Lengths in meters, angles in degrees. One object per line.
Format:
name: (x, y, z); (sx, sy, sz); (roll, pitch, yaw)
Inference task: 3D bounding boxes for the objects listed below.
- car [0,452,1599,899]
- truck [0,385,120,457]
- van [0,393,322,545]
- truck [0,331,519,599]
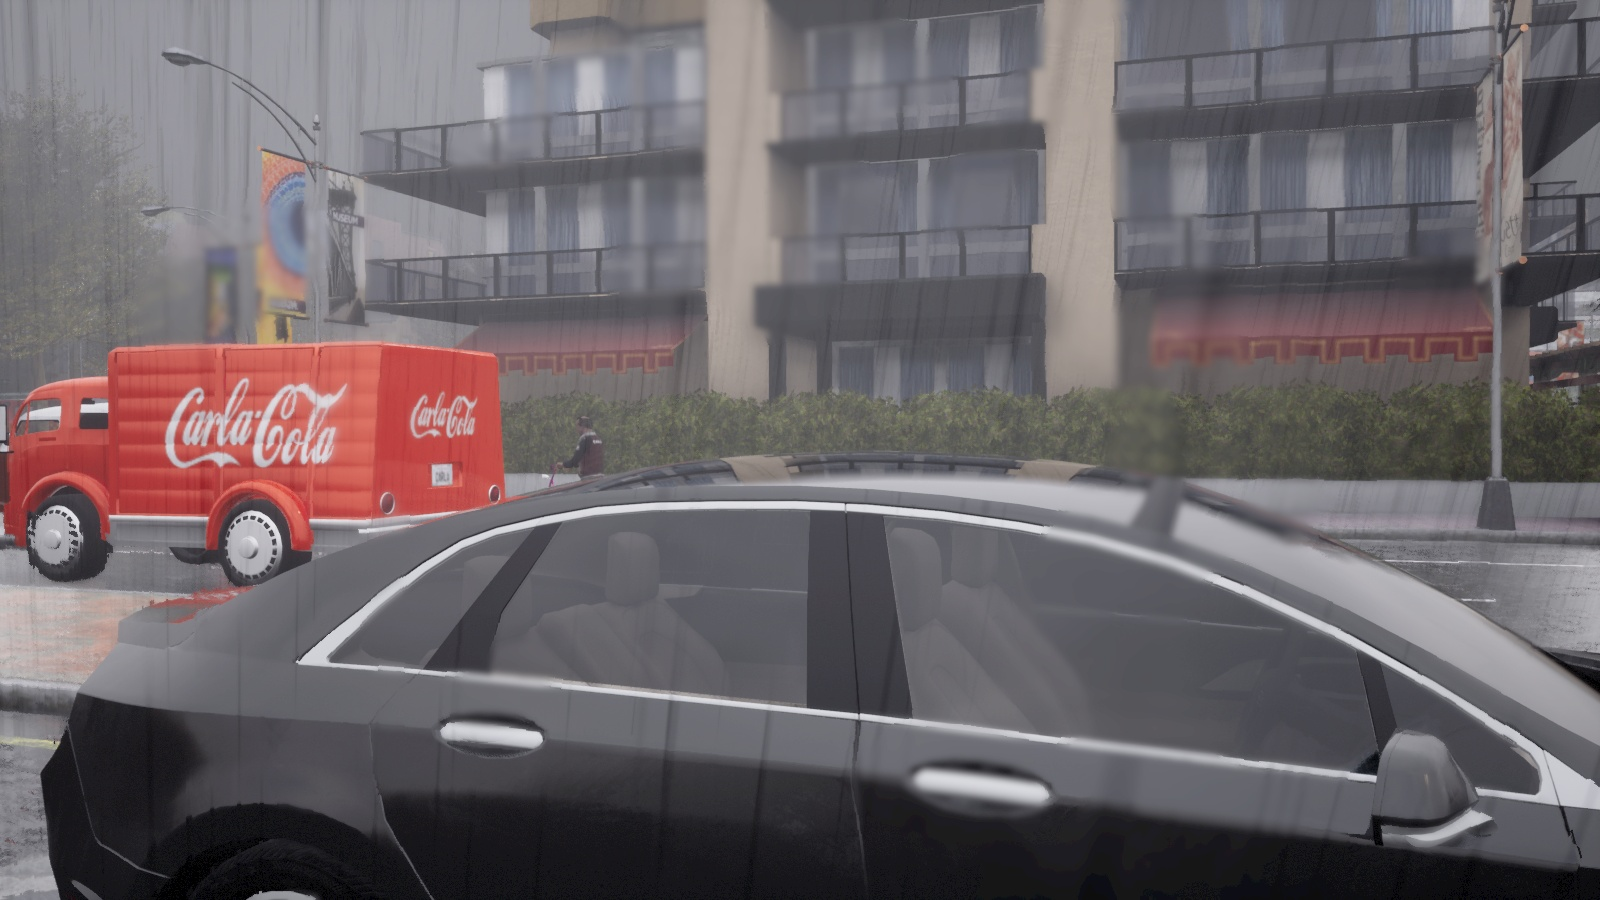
car: (0.540, 0.785, 3.011); (4.892, 1.490, 1.837); (1, 1, 19)
truck: (-42.201, -1.612, 69.671); (8.468, 3.827, 2.891); (1, 1, 19)
van: (-9.596, 0.218, 18.508); (4.480, 2.038, 2.069); (1, 1, 19)
truck: (-6.039, 0.099, 13.653); (5.204, 2.467, 2.627); (1, 1, 19)
